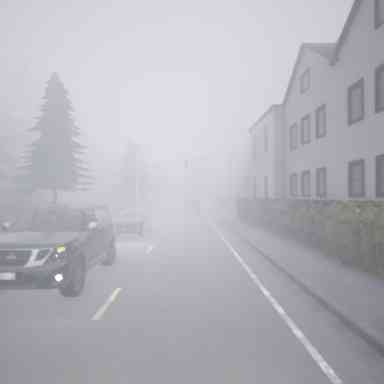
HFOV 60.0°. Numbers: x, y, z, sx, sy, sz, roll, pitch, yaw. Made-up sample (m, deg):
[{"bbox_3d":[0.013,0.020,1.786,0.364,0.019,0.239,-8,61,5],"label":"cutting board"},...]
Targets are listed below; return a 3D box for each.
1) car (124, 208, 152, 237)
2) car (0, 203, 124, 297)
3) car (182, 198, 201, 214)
[{"bbox_3d":[-3.627,1.750,20.251,1.882,1.535,5.008,0,-1,0],"label":"car"},{"bbox_3d":[-3.634,1.350,9.293,2.150,2.045,5.566,0,-1,0],"label":"car"},{"bbox_3d":[-0.072,1.814,44.343,2.150,2.045,5.566,0,-1,-3],"label":"car"}]
